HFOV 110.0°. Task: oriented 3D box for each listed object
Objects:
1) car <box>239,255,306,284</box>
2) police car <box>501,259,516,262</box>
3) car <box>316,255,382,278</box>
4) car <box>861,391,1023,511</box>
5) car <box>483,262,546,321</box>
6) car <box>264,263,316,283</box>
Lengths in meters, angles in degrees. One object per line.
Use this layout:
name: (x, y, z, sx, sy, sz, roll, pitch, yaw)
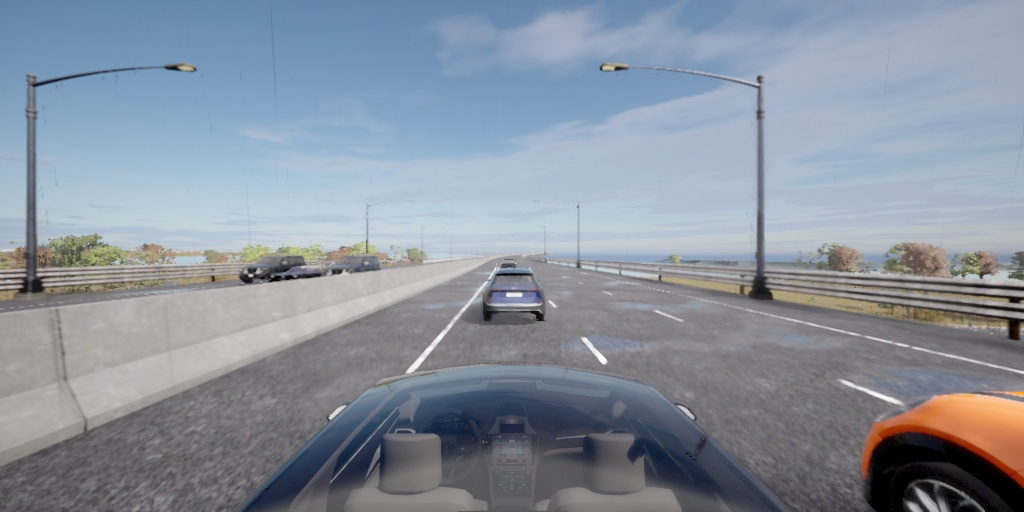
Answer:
car: (-17.785, 0.972, 27.133, 2.150, 2.045, 5.566, 0, 0, -1)
police car: (-0.411, 1.162, 43.604, 1.930, 1.638, 5.238, 0, 0, -1)
car: (-10.755, 0.973, 24.596, 2.150, 2.045, 5.566, 0, 0, -1)
car: (3.592, 1.101, 0.690, 2.097, 1.767, 4.553, 0, 0, 0)
car: (0.056, 1.180, 12.529, 2.033, 1.649, 4.856, 0, 0, 0)
car: (-14.252, 1.353, 24.492, 1.895, 1.301, 4.718, 0, 0, -1)
